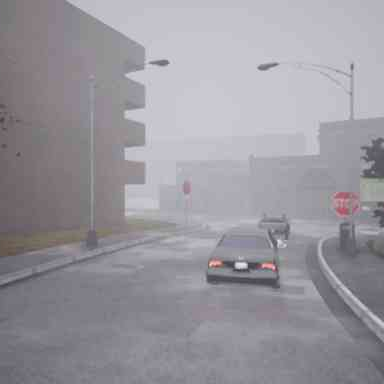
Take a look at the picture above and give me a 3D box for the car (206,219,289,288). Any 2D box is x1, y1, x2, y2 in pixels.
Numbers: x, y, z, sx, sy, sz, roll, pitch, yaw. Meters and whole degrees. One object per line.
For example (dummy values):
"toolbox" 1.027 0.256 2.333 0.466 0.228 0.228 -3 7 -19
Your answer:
"car" 1.680 1.775 9.985 2.033 1.411 5.357 0 -2 13

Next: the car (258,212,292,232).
"car" 5.184 2.039 21.012 2.128 1.511 4.902 1 -1 16
